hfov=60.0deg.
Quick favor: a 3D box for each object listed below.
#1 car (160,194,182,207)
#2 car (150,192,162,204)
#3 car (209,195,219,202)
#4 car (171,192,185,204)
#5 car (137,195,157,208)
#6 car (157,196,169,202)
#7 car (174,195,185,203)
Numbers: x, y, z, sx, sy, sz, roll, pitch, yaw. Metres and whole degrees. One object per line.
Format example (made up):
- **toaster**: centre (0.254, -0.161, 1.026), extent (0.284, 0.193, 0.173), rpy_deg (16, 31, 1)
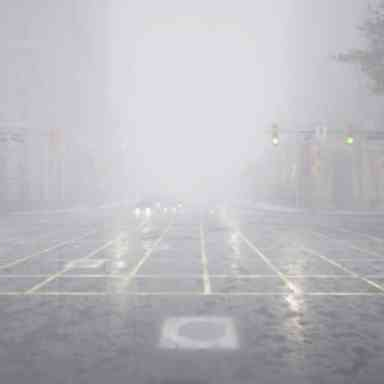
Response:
- **car**: centre (-2.938, 1.417, 47.693), extent (2.033, 1.411, 5.357), rpy_deg (0, 0, 1)
- **car**: centre (-6.216, 1.071, 57.522), extent (2.150, 2.045, 5.566), rpy_deg (0, 0, 2)
- **car**: centre (4.636, 1.307, 70.494), extent (2.128, 1.511, 4.902), rpy_deg (0, 0, 1)
- **car**: centre (-2.705, 1.062, 57.732), extent (2.150, 2.045, 5.566), rpy_deg (0, 0, 2)
- **car**: centre (-6.450, 1.483, 46.761), extent (1.895, 1.301, 4.718), rpy_deg (0, 0, 1)
- **car**: centre (-5.920, 1.415, 68.265), extent (1.895, 1.301, 4.718), rpy_deg (0, 0, 1)
- **car**: centre (-2.436, 1.371, 67.562), extent (1.994, 1.385, 4.181), rpy_deg (0, 0, 1)
